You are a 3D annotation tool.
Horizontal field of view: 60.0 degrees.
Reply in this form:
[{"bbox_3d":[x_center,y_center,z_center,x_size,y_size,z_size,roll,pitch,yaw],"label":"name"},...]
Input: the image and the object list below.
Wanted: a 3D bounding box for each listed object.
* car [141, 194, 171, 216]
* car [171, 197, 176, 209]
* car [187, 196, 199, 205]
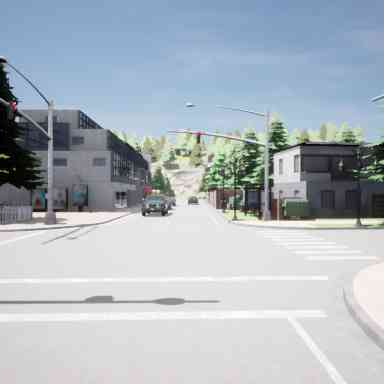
[{"bbox_3d":[-3.555,1.221,32.699,2.150,2.045,5.566,0,0,0],"label":"car"},{"bbox_3d":[-3.538,1.491,42.749,2.128,1.511,4.902,0,0,0],"label":"car"},{"bbox_3d":[0.185,1.505,59.556,1.837,1.490,4.892,0,0,0],"label":"car"}]
